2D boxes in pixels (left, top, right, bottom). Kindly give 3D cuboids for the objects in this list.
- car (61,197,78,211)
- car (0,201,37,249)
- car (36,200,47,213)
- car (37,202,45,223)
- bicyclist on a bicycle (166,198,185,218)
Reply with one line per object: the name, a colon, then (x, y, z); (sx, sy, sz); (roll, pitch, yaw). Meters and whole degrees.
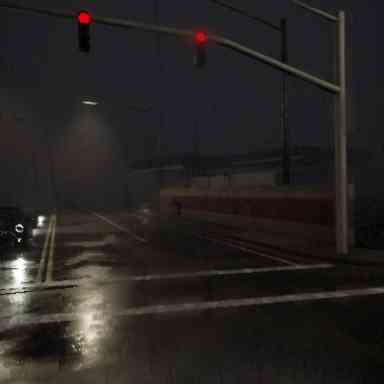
car: (-16.481, 1.515, 44.701); (2.097, 1.767, 4.553); (-1, 0, -21)
car: (-8.307, 1.467, 14.710); (2.097, 1.767, 4.553); (-1, 0, -22)
car: (-17.052, 1.685, 36.438); (2.128, 1.511, 4.902); (-1, 0, -22)
car: (-11.959, 1.695, 23.775); (2.033, 1.411, 5.357); (-1, 0, -22)
bicyclist on a bicycle: (-1.306, 1.282, 26.717); (1.656, 1.620, 0.582); (-1, 0, -22)
